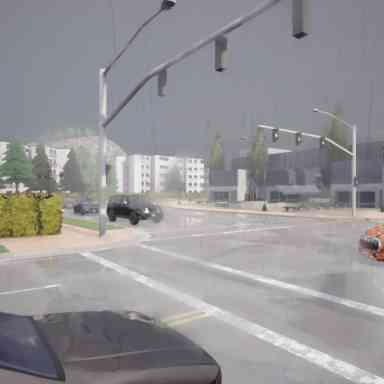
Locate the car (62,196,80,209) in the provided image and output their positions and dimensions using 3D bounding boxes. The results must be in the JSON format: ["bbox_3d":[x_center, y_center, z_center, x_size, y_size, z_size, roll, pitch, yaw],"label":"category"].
[{"bbox_3d":[-16.347,1.526,44.502,1.812,1.442,4.674,0,0,-18],"label":"car"}]

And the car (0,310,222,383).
[{"bbox_3d":[-2.271,1.547,2.146,5.357,1.411,2.033,0,0,-35],"label":"car"}]

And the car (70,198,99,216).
[{"bbox_3d":[-10.216,1.564,32.645,1.994,1.385,4.181,0,0,-33],"label":"car"}]

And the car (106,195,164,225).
[{"bbox_3d":[-4.344,1.221,24.566,2.150,2.045,5.566,0,0,-39],"label":"car"}]

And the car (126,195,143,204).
[{"bbox_3d":[-11.581,1.477,66.980,1.882,1.535,5.008,0,0,7],"label":"car"}]

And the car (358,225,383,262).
[{"bbox_3d":[7.801,1.352,10.462,4.553,1.767,2.097,0,0,4],"label":"car"}]

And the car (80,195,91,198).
[{"bbox_3d":[-19.308,1.331,59.519,2.128,1.511,4.902,0,0,-2],"label":"car"}]
